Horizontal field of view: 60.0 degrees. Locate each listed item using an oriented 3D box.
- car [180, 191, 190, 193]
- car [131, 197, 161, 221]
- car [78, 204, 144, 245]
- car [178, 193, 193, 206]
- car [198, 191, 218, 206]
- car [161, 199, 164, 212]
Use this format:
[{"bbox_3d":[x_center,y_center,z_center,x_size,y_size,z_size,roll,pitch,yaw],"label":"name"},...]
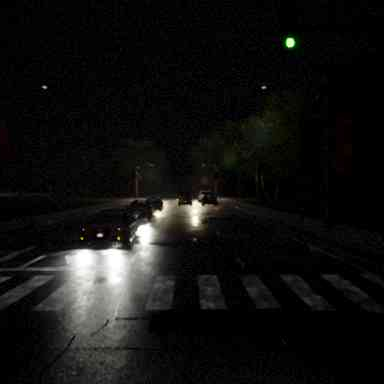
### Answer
[{"bbox_3d":[-1.126,0.801,55.631,2.150,2.045,5.566,0,0,-1],"label":"car"},{"bbox_3d":[-3.804,1.318,25.187,2.128,1.511,4.902,0,0,-1],"label":"car"},{"bbox_3d":[-3.571,1.469,14.843,1.994,1.385,4.181,0,0,-1],"label":"car"},{"bbox_3d":[-0.907,1.220,45.598,1.994,1.385,4.181,0,0,-1],"label":"car"},{"bbox_3d":[2.342,0.992,45.637,2.097,1.767,4.553,0,0,-1],"label":"car"},{"bbox_3d":[-4.009,1.295,35.628,2.033,1.411,5.357,0,0,0],"label":"car"}]
